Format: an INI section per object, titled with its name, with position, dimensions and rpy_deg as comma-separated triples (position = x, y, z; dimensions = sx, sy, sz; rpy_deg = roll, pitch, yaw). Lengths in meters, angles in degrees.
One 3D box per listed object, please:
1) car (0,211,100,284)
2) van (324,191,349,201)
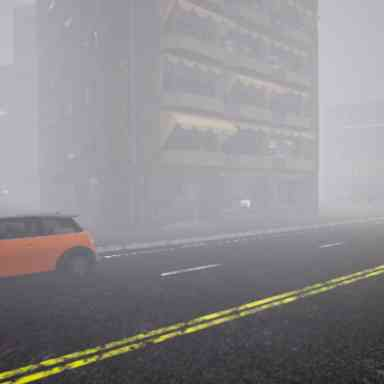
[car]
position = -4.776, 1.354, 8.292
dimensions = 4.553, 1.767, 2.097
rpy_deg = 0, 0, -36
[van]
position = 25.616, 0.714, 58.736
dimensions = 3.998, 1.788, 1.690
rpy_deg = 1, 0, 21
